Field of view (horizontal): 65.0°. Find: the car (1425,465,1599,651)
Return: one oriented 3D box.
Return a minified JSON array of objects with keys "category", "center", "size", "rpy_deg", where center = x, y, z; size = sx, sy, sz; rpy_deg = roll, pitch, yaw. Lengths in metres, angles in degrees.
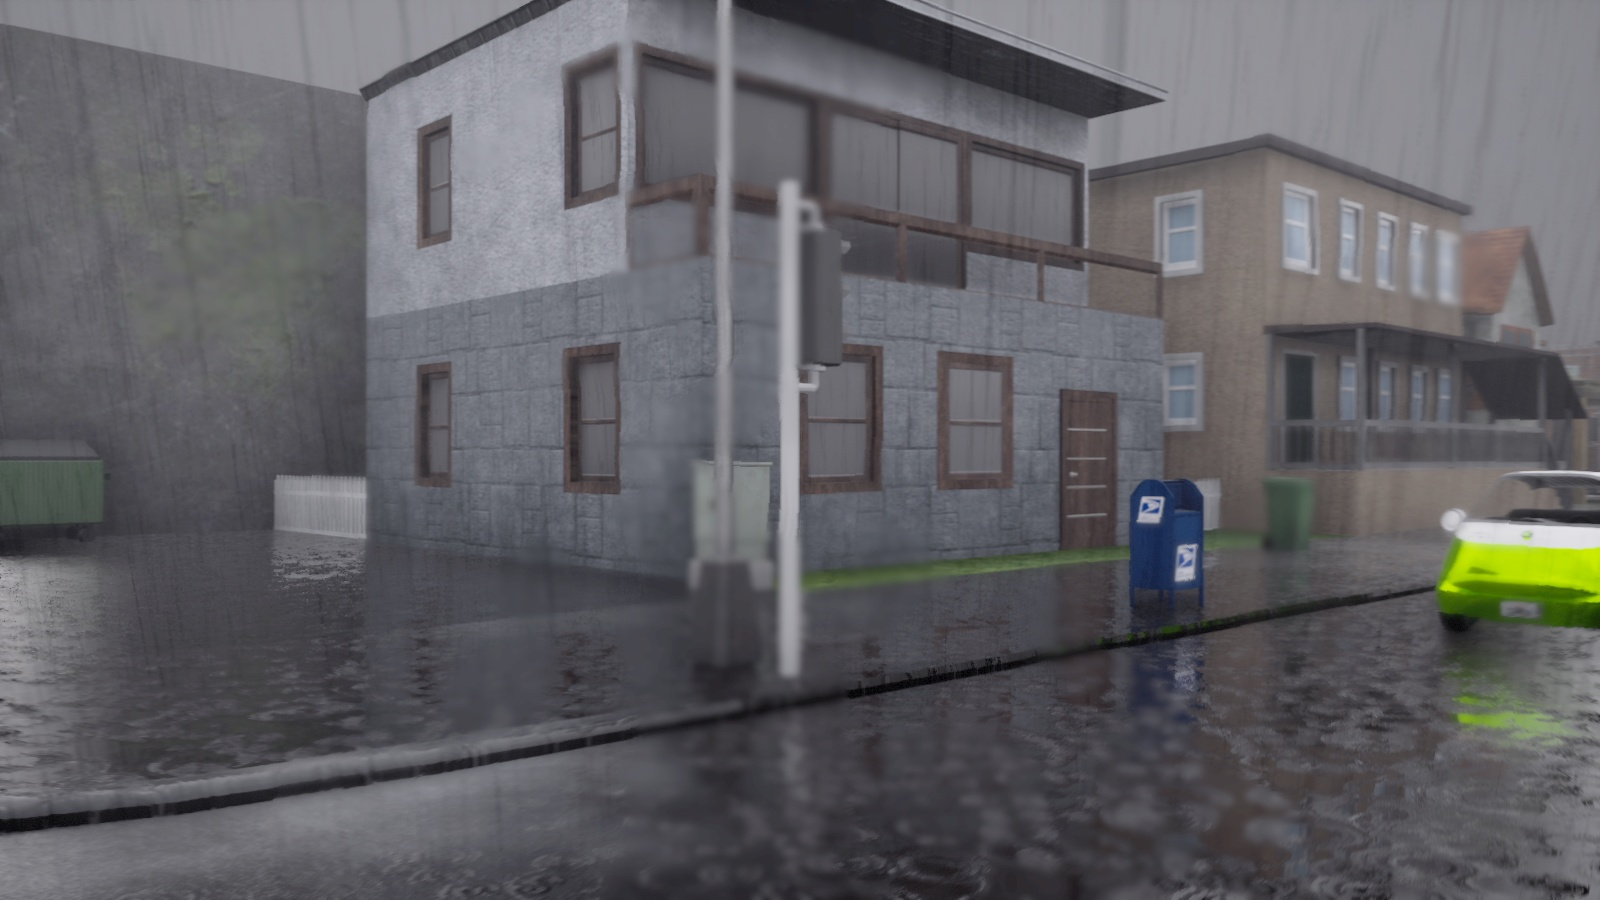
[{"category":"car","center":[6.452,0.822,10.516],"size":[2.207,1.376,1.481],"rpy_deg":[0,-1,-42]}]
